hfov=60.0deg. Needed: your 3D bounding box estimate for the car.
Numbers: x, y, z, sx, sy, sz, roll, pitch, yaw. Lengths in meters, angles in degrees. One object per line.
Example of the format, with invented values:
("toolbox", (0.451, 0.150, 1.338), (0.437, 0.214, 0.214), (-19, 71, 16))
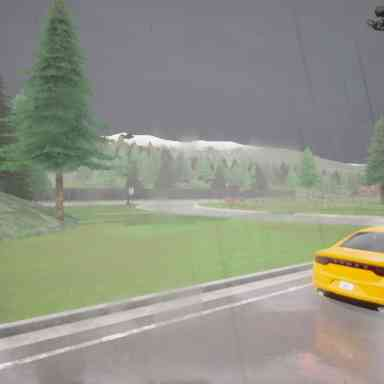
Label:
("car", (4.700, 1.476, 7.206), (5.008, 1.535, 1.882), (0, 0, -35))
